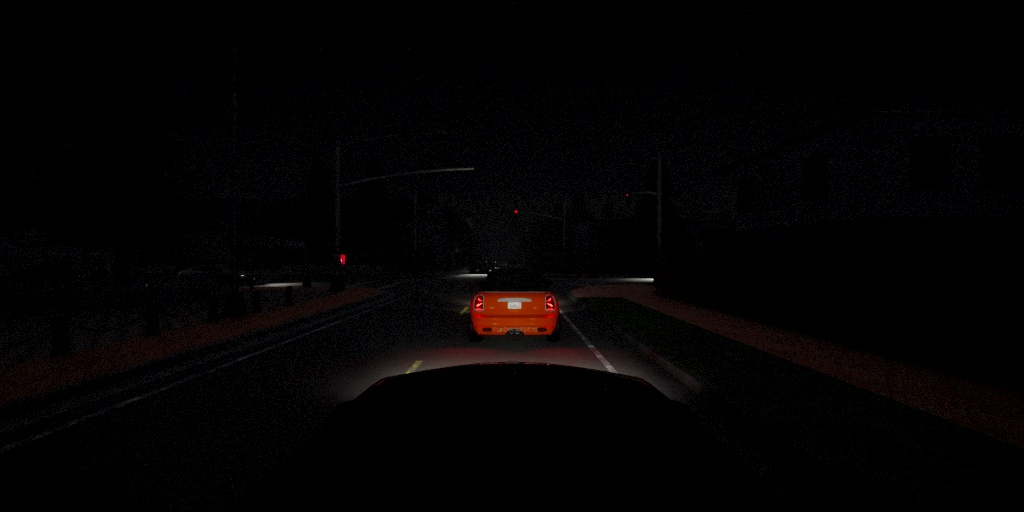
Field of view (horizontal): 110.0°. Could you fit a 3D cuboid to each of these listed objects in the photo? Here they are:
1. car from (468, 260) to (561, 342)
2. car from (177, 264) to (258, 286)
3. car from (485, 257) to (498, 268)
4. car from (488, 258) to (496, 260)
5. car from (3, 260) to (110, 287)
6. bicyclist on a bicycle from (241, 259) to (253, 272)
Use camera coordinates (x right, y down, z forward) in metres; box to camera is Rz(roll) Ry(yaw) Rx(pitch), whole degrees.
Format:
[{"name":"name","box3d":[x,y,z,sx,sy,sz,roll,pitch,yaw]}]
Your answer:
[{"name":"car","box3d":[0.066,1.102,9.970,2.097,1.767,4.553,0,0,0]},{"name":"car","box3d":[-20.012,1.291,24.456,4.674,1.442,1.812,0,0,-2]},{"name":"car","box3d":[-3.600,1.101,63.760,2.097,1.767,4.553,0,0,0]},{"name":"car","box3d":[-3.626,1.314,52.251,1.994,1.385,4.181,0,0,0]},{"name":"car","box3d":[-30.191,1.243,24.139,5.008,1.535,1.882,0,0,-1]},{"name":"bicyclist on a bicycle","box3d":[-23.577,1.066,31.814,0.582,1.620,1.656,0,0,-2]}]
